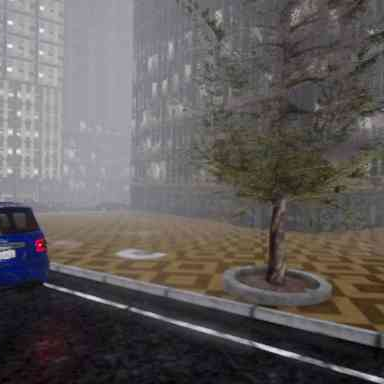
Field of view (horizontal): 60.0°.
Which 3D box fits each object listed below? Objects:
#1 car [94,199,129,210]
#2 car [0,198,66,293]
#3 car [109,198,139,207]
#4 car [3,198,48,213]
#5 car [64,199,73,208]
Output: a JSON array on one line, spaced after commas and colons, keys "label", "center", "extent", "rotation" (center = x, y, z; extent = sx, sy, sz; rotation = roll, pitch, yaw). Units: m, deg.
[{"label": "car", "center": [-12.222, 2.022, 49.635], "extent": [4.507, 1.381, 1.887], "rotation": [1, 1, -34]}, {"label": "car", "center": [-5.550, 1.231, 7.619], "extent": [5.566, 2.045, 2.150], "rotation": [0, 0, 36]}, {"label": "car", "center": [-12.132, 1.850, 59.243], "extent": [4.829, 1.417, 1.752], "rotation": [1, 1, -34]}, {"label": "car", "center": [-21.574, 1.708, 43.229], "extent": [5.009, 1.841, 2.192], "rotation": [1, 1, -34]}, {"label": "car", "center": [-21.349, 1.793, 52.937], "extent": [4.403, 1.369, 2.008], "rotation": [1, 1, -34]}]
